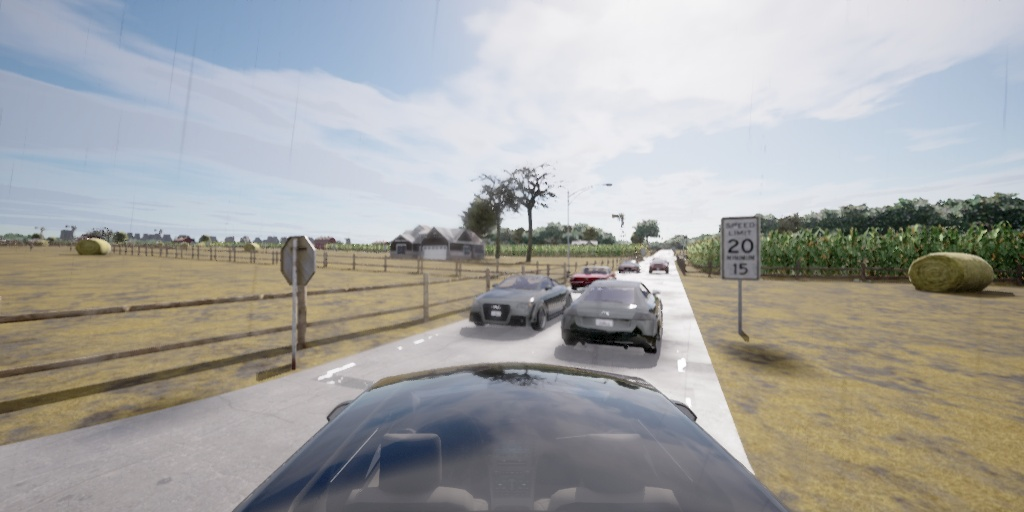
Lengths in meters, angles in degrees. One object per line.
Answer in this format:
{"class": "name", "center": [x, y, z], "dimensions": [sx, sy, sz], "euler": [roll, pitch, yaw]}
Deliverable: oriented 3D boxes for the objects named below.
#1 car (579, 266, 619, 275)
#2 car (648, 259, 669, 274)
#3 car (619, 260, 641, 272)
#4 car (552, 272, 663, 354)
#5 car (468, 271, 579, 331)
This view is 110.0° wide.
{"class": "car", "center": [4.761, 1.264, 20.722], "dimensions": [1.895, 1.301, 4.718], "euler": [0, 0, 24]}
{"class": "car", "center": [15.515, 1.083, 37.848], "dimensions": [1.812, 1.442, 4.674], "euler": [0, 0, 24]}
{"class": "car", "center": [12.520, 1.133, 38.087], "dimensions": [1.994, 1.385, 4.181], "euler": [0, 0, 24]}
{"class": "car", "center": [2.630, 1.275, 8.884], "dimensions": [1.994, 1.385, 4.181], "euler": [0, 0, 24]}
{"class": "car", "center": [0.434, 1.278, 10.942], "dimensions": [1.994, 1.385, 4.181], "euler": [0, 0, 25]}
